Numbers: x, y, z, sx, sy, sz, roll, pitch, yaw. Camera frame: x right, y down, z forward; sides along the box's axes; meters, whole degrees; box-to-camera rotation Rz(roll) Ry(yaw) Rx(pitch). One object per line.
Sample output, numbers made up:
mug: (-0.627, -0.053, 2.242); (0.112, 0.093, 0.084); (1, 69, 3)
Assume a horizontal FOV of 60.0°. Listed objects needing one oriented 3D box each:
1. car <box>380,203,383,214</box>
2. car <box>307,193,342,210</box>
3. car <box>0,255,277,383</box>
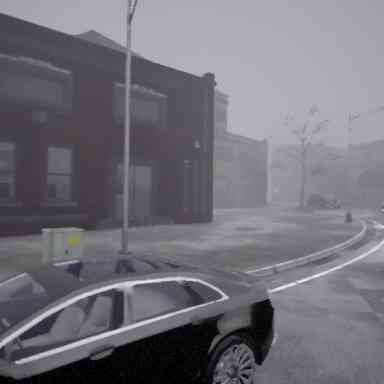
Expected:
car: (20.739, 1.385, 33.240); (2.097, 1.767, 4.553); (1, 0, 7)
car: (17.068, 1.146, 43.157); (2.150, 2.045, 5.566); (1, 0, -8)
car: (-1.209, 1.504, 3.349); (4.902, 1.511, 2.128); (0, 0, -37)
